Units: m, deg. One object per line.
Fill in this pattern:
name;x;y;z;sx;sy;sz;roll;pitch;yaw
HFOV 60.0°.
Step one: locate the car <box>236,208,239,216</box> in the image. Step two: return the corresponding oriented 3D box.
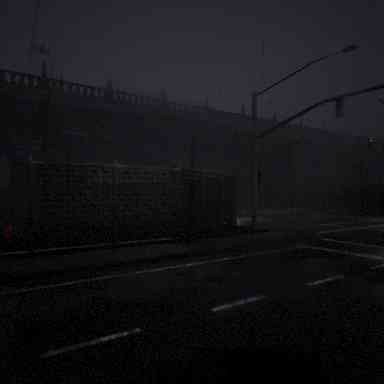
car;2.216;1.474;30.537;1.837;1.490;4.892;0;1;-36
